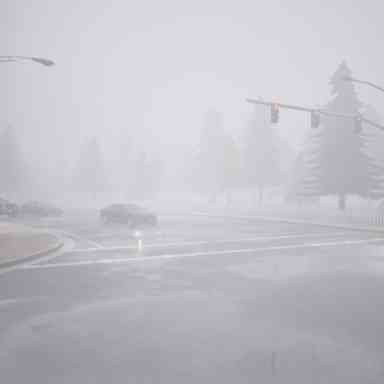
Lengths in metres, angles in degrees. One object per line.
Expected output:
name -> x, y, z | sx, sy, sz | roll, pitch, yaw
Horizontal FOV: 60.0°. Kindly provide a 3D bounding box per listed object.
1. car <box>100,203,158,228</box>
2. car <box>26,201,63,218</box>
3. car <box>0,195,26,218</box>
car -> -4.390, 1.505, 22.772 | 5.008, 1.535, 1.882 | 0, 0, 45
car -> -13.863, 1.536, 30.295 | 4.674, 1.442, 1.812 | 0, 0, 29
car -> -17.176, 1.206, 28.253 | 5.566, 2.045, 2.150 | 0, 0, 26
